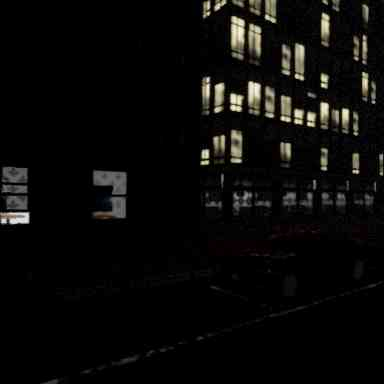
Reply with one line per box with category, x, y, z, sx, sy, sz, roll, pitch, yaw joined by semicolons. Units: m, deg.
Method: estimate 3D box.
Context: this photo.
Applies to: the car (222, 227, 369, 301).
car;2.777;1.624;8.543;4.507;1.381;1.887;1;0;-36
